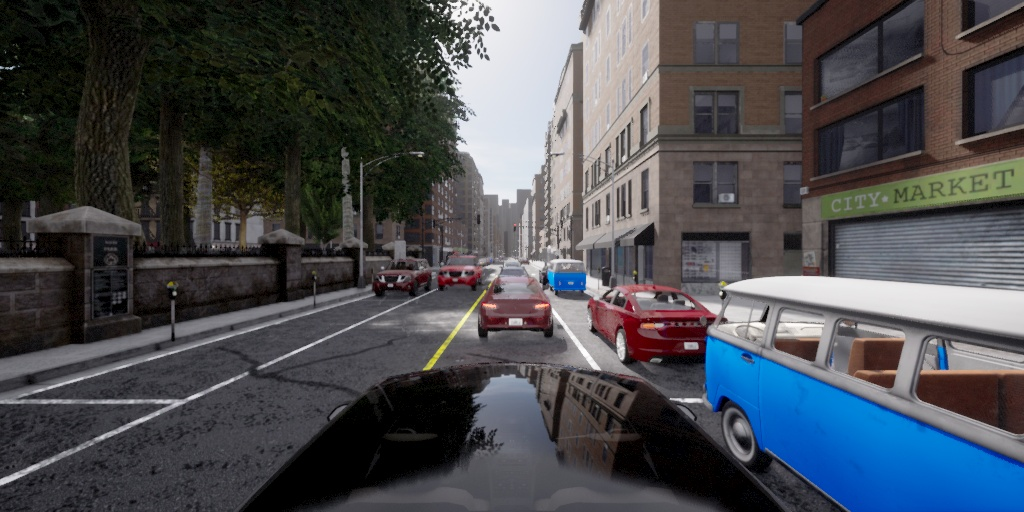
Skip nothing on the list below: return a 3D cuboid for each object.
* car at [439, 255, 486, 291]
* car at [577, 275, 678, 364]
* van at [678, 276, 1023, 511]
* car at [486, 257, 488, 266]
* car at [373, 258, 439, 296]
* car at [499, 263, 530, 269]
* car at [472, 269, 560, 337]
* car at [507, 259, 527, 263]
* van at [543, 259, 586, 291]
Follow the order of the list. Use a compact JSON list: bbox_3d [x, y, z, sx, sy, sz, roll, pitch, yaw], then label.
[{"bbox_3d":[-3.065,0.963,22.186,2.150,2.045,5.566,0,0,0],"label":"car"},{"bbox_3d":[2.857,1.293,7.936,1.888,1.381,4.507,0,0,0],"label":"car"},{"bbox_3d":[2.857,1.090,2.275,1.690,1.789,3.998,0,0,0],"label":"van"},{"bbox_3d":[-5.663,1.218,62.737,1.751,1.417,4.829,0,0,0],"label":"car"},{"bbox_3d":[-5.667,1.056,19.218,2.192,1.841,5.009,0,0,0],"label":"car"},{"bbox_3d":[0.098,1.289,19.716,2.033,1.411,5.357,0,0,1],"label":"car"},{"bbox_3d":[0.096,1.273,10.137,1.812,1.442,4.674,0,0,0],"label":"car"},{"bbox_3d":[0.006,1.237,29.461,1.837,1.490,4.892,0,0,0],"label":"car"},{"bbox_3d":[2.858,1.082,19.258,1.690,1.789,3.998,0,0,0],"label":"van"}]
